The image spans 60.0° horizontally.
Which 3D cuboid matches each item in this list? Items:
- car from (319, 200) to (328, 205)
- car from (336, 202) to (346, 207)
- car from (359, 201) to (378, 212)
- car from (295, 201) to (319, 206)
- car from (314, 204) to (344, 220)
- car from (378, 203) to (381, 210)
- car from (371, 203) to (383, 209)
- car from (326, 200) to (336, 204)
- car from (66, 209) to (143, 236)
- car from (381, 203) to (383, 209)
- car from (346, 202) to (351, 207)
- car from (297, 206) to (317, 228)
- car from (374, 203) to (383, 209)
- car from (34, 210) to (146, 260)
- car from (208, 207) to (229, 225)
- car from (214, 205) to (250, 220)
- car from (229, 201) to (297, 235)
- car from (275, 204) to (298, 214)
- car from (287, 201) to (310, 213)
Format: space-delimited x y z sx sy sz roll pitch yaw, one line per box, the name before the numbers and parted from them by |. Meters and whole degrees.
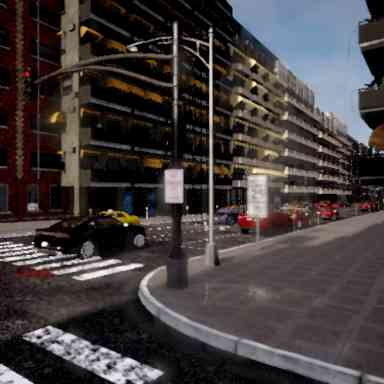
car | 23.862 2.774 63.355 1.887 1.381 4.507 -1 -2 35
car | 33.608 3.070 77.272 1.887 1.381 4.507 -1 -2 35
car | 30.732 2.524 58.621 2.192 1.841 5.009 -1 -2 35
car | 16.260 2.268 47.798 2.097 1.767 4.553 0 -1 35
car | 14.491 2.286 35.419 1.802 1.307 4.206 -1 -2 35
car | 33.981 2.623 63.261 2.192 1.841 5.009 -1 -2 35
car | 40.480 3.049 72.534 1.887 1.381 4.507 -1 -2 35
car | 27.109 2.643 67.999 2.192 1.841 5.009 -1 -2 35
car | -5.474 1.837 21.462 1.752 1.417 4.829 -1 -2 35
car | 37.231 2.973 67.894 1.947 1.339 4.313 -1 -2 35
car | 40.106 3.285 86.552 1.947 1.339 4.313 -1 -2 35
car | 7.994 2.045 26.142 1.887 1.381 4.507 -1 -2 35
car | 43.733 3.168 77.169 1.947 1.339 4.313 -1 -2 35
car | -3.844 1.671 13.494 1.882 1.535 5.008 -1 -2 28
car | 3.156 2.074 29.243 1.994 1.385 4.181 0 -1 35
car | 4.370 2.167 35.519 1.887 1.381 4.507 -1 -2 35
car | 4.744 1.713 21.509 2.192 1.841 5.009 -1 -2 35
car | 14.017 2.449 49.297 1.752 1.417 4.829 -1 -2 35
car | 17.363 2.343 54.082 2.192 1.841 5.009 -1 -2 35
